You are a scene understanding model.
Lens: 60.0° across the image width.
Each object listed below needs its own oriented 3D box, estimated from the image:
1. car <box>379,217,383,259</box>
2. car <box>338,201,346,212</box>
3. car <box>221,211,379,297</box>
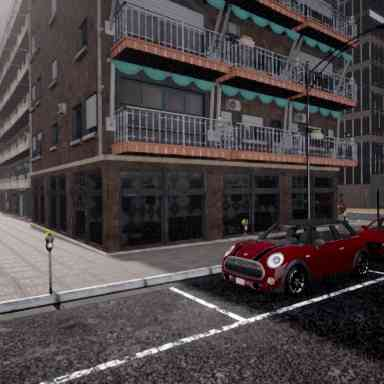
[{"bbox_3d":[7.180,1.543,11.676,4.507,1.381,1.887,0,-1,-35],"label":"car"},{"bbox_3d":[16.460,1.745,40.560,1.967,1.590,4.097,-2,0,-36],"label":"car"},{"bbox_3d":[2.679,1.439,8.474,4.097,1.590,1.967,0,-1,-35],"label":"car"}]
